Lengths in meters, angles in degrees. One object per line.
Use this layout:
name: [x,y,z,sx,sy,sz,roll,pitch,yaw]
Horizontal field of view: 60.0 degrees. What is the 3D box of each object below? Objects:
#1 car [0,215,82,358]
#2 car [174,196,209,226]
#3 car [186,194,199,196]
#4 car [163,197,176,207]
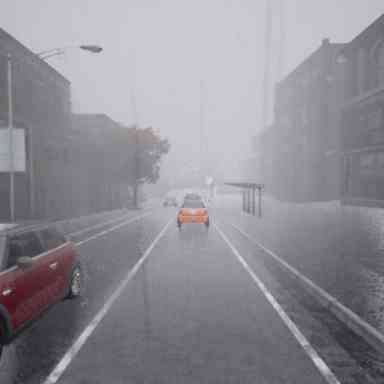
car: [-3.449,1.351,5.370,2.097,1.767,4.553,0,0,0]
car: [0.077,1.372,23.531,2.097,1.767,4.553,0,0,0]
car: [0.076,1.218,42.779,2.150,2.045,5.566,0,0,0]
car: [-3.156,1.443,49.348,2.128,1.511,4.902,0,0,1]
